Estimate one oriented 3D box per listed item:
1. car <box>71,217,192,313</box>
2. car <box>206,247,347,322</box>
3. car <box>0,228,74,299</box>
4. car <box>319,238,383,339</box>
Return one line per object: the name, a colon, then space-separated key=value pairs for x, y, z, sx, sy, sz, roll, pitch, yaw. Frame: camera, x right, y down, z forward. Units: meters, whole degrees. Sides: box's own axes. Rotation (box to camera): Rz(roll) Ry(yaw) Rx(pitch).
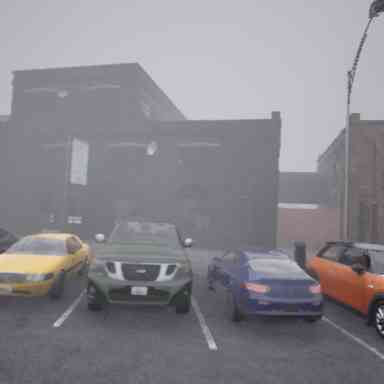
car: x=-1.314 y=1.734 z=9.120 sx=2.435 sy=2.045 sz=5.566 roll=4 pitch=-4 yaw=-7
car: x=1.568 y=2.119 z=8.412 sx=2.002 sy=1.452 sz=4.674 roll=3 pitch=-4 yaw=-6
car: x=-4.237 y=1.876 z=9.640 sx=1.946 sy=1.575 sz=5.366 roll=4 pitch=-4 yaw=-6
car: x=4.495 y=2.052 z=7.756 sx=2.185 sy=1.767 sz=4.553 roll=4 pitch=-4 yaw=-6
